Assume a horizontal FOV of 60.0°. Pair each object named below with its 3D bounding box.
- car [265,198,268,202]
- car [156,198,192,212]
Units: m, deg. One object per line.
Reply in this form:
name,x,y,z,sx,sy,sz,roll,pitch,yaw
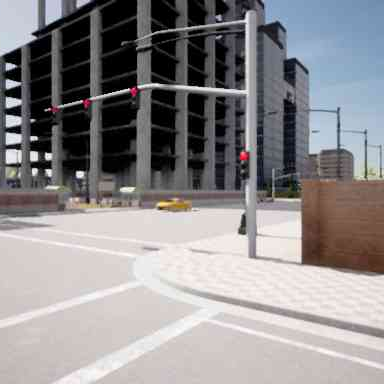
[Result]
car,13.180,1.338,58.983,1.994,1.385,4.181,0,0,36
car,-2.028,1.457,37.971,1.882,1.535,5.008,0,0,36
